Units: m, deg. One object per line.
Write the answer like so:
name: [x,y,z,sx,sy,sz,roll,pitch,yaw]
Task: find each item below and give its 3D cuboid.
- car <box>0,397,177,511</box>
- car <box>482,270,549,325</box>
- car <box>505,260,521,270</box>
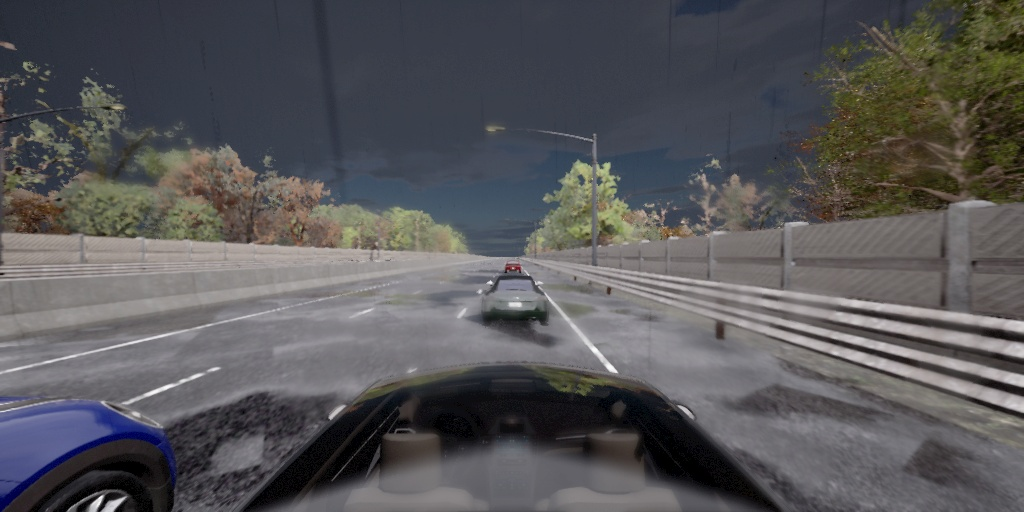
car: [-3.401,1.101,0.601,2.097,1.767,4.553,0,0,0]
car: [0.105,1.316,11.854,1.994,1.385,4.181,0,0,0]
car: [0.124,1.240,43.536,1.882,1.535,5.008,0,0,0]
